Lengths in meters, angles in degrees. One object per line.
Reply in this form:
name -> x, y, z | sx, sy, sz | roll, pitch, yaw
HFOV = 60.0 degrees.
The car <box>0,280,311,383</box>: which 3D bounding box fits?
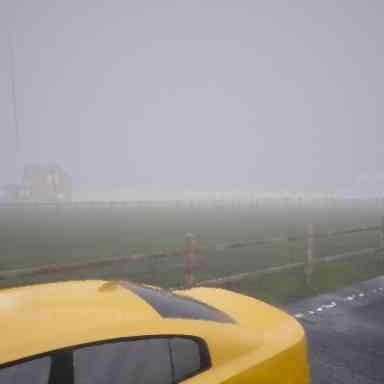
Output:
car -> -1.323, 1.478, 2.127 | 5.008, 1.535, 1.882 | 0, 0, -35
